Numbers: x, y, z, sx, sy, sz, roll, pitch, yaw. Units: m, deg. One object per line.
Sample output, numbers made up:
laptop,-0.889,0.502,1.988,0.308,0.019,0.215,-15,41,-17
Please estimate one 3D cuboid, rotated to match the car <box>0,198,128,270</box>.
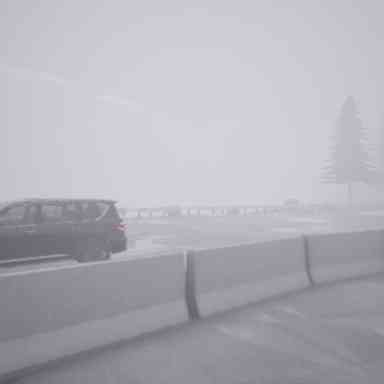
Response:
car,-4.555,1.198,9.239,5.566,2.045,2.150,0,0,-34
